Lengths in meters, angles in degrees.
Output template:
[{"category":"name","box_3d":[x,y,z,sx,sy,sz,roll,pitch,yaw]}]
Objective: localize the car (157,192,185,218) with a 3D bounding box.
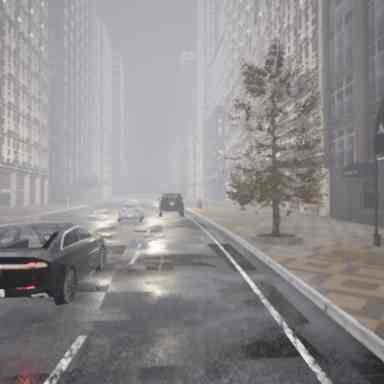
[{"category":"car","box_3d":[-1.872,1.030,29.570,2.150,2.045,5.566,0,0,-6]}]

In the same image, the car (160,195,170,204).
[{"category":"car","box_3d":[-4.876,1.319,59.630,1.837,1.490,4.892,0,0,-6]}]

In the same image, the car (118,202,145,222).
[{"category":"car","box_3d":[-4.757,1.524,26.538,1.812,1.442,4.674,0,0,-5]}]

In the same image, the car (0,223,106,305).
[{"category":"car","box_3d":[-3.398,1.492,8.033,2.128,1.511,4.902,0,0,-2]}]
